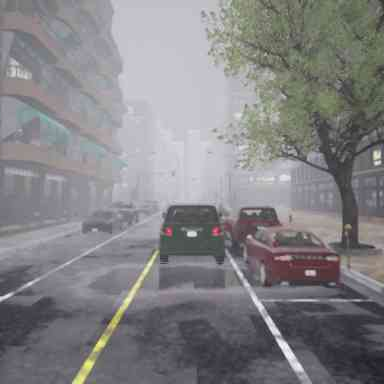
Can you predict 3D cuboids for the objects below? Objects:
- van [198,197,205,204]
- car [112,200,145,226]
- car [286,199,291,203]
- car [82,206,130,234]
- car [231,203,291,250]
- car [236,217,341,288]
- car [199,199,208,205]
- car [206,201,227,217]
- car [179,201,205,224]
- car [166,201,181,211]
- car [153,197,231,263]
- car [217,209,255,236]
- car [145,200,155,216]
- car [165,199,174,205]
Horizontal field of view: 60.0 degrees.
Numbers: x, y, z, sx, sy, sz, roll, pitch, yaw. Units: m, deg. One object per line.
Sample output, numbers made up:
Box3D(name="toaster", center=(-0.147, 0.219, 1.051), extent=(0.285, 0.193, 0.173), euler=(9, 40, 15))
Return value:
Box3D(name="van", center=(2.620, 2.382, 92.717), extent=(1.690, 1.788, 3.998), euler=(1, -1, 0))
Box3D(name="car", center=(-5.437, 1.599, 26.486), extent=(2.192, 1.841, 5.009), euler=(1, -1, 0))
Box3D(name="car", center=(18.694, 1.991, 58.428), extent=(4.097, 1.590, 1.967), euler=(0, -1, 1))
Box3D(name="car", center=(-5.440, 1.789, 20.836), extent=(1.947, 1.339, 4.313), euler=(1, -1, 0))
Box3D(name="car", center=(2.615, 1.477, 15.115), extent=(2.192, 1.841, 5.009), euler=(1, -1, 0))
Box3D(name="car", center=(2.577, 1.646, 9.460), extent=(1.887, 1.381, 4.507), euler=(1, -1, 0))
Box3D(name="car", center=(2.713, 2.401, 78.882), extent=(1.752, 1.417, 4.829), euler=(1, -1, 0))
Box3D(name="car", center=(2.710, 1.848, 37.722), extent=(1.967, 1.590, 4.097), euler=(1, -1, 0))
Box3D(name="car", center=(0.026, 1.657, 28.441), extent=(2.097, 1.767, 4.553), euler=(0, -1, 0))
Box3D(name="car", center=(-2.761, 2.111, 50.172), extent=(1.994, 1.385, 4.181), euler=(0, -1, 0))
Box3D(name="car", center=(0.014, 1.360, 12.607), extent=(2.150, 2.045, 5.566), euler=(0, 0, 0))
Box3D(name="car", center=(2.646, 1.804, 20.764), extent=(1.802, 1.307, 4.206), euler=(1, -1, 0))
Box3D(name="car", center=(-5.438, 1.974, 37.775), extent=(1.947, 1.339, 4.313), euler=(1, -1, 0))
Box3D(name="car", center=(-5.426, 2.455, 81.338), extent=(2.008, 1.369, 4.403), euler=(1, -1, 0))
